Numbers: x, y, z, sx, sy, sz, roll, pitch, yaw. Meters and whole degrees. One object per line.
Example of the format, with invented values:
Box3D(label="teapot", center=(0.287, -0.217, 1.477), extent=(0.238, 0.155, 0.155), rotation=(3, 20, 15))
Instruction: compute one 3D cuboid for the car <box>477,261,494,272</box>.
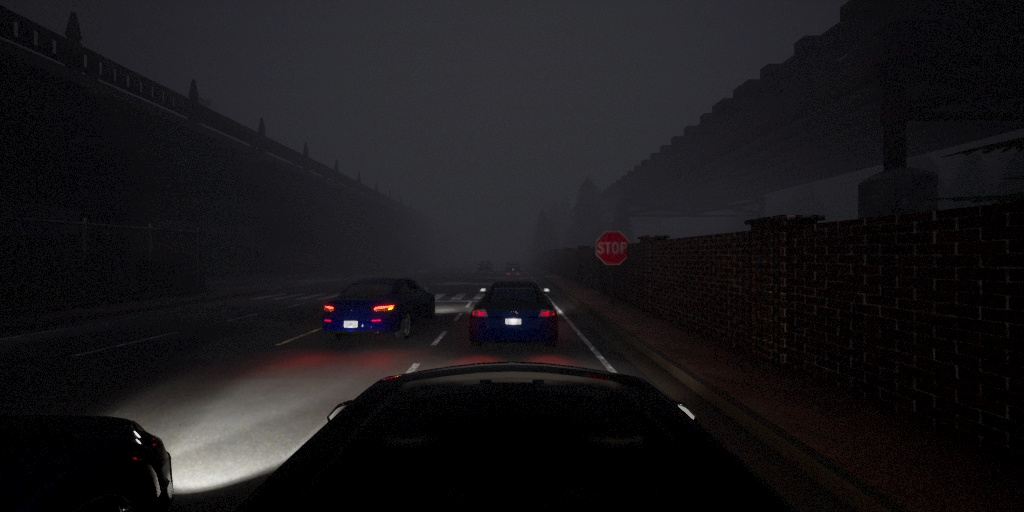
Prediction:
Box3D(label="car", center=(-3.393, 1.297, 46.000), extent=(2.033, 1.411, 5.357), rotation=(0, 0, -1))

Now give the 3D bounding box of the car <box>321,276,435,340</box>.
Box3D(label="car", center=(-3.412, 1.276, 9.880), extent=(1.812, 1.442, 4.674), rotation=(0, 0, 0))

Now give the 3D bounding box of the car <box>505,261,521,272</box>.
Box3D(label="car", center=(0.102, 1.351, 46.168), extent=(1.895, 1.301, 4.718), rotation=(0, 0, -1))

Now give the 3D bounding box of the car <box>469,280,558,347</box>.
Box3D(label="car", center=(0.069, 1.314, 9.357), extent=(1.994, 1.385, 4.181), rotation=(0, 0, 1))

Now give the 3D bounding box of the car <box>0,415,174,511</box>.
Box3D(label="car", center=(-3.399, 1.314, 0.784), extent=(1.994, 1.385, 4.181), rotation=(0, 0, 0))
